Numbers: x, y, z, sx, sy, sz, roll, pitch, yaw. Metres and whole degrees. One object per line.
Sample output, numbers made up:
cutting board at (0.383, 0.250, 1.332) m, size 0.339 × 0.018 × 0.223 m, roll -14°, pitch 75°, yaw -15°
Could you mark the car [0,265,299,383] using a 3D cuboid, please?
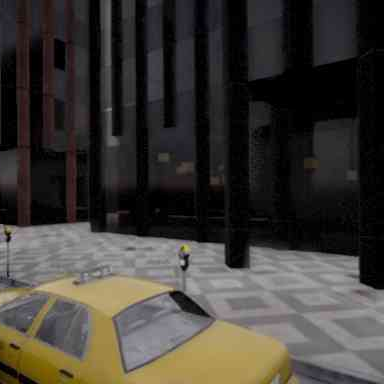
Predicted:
car at (-1.308, 1.555, 3.899) m, size 4.829 × 1.417 × 1.752 m, roll -1°, pitch 0°, yaw 36°
